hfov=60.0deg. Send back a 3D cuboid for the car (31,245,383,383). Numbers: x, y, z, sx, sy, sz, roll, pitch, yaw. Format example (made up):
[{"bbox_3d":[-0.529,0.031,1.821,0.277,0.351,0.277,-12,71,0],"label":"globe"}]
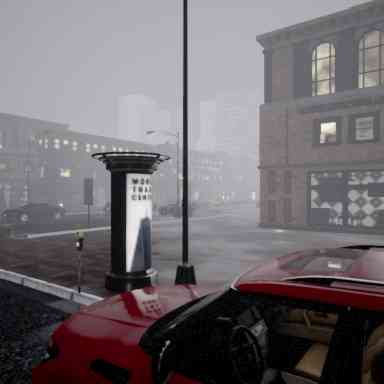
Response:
[{"bbox_3d":[1.048,1.315,2.128,5.009,1.841,2.192,0,0,36],"label":"car"}]

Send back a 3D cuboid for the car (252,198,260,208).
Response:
[{"bbox_3d":[11.426,1.683,50.891,1.967,1.590,4.097,0,-1,36],"label":"car"}]

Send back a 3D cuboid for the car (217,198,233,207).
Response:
[{"bbox_3d":[4.510,1.768,55.625,1.752,1.417,4.829,0,-1,36],"label":"car"}]

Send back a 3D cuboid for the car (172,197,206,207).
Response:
[{"bbox_3d":[-0.803,1.667,43.710,2.128,1.511,4.902,0,0,36],"label":"car"}]

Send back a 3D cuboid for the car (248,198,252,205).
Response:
[{"bbox_3d":[11.036,1.855,64.754,2.008,1.369,4.403,0,-1,36],"label":"car"}]

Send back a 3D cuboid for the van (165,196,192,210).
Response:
[{"bbox_3d":[-1.819,1.527,46.773,1.690,1.788,3.998,0,0,36],"label":"van"}]

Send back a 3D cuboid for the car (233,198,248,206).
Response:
[{"bbox_3d":[7.822,1.825,60.259,2.008,1.369,4.403,0,-1,36],"label":"car"}]

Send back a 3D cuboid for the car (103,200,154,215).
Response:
[{"bbox_3d":[-6.774,1.348,35.378,2.150,2.045,5.566,0,0,36],"label":"car"}]

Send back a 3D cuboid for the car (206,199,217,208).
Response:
[{"bbox_3d":[1.395,1.765,51.268,2.008,1.369,4.403,0,-1,36],"label":"car"}]

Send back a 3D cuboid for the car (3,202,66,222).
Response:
[{"bbox_3d":[-12.719,1.586,27.101,1.837,1.490,4.892,0,0,34],"label":"car"}]

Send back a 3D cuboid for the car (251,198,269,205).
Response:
[{"bbox_3d":[14.249,1.886,69.250,2.008,1.369,4.403,0,-1,36],"label":"car"}]

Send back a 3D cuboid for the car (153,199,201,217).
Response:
[{"bbox_3d":[-1.385,1.676,32.879,1.887,1.381,4.507,0,0,36],"label":"car"}]

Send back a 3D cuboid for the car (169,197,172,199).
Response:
[{"bbox_3d":[-5.131,1.683,42.138,1.752,1.417,4.829,0,0,36],"label":"car"}]
